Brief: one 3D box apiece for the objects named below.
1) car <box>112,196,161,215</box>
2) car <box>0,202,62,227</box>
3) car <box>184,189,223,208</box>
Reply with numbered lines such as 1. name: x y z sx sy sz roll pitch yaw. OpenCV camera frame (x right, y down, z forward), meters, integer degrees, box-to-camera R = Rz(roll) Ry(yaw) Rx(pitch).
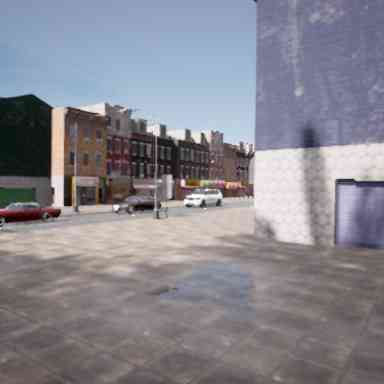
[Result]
1. car: -4.758 1.079 29.034 2.128 1.511 4.902 1 1 36
2. car: -10.725 1.326 20.671 1.895 1.301 4.718 1 1 35
3. car: 1.386 0.678 37.641 2.150 2.045 5.566 1 1 35
